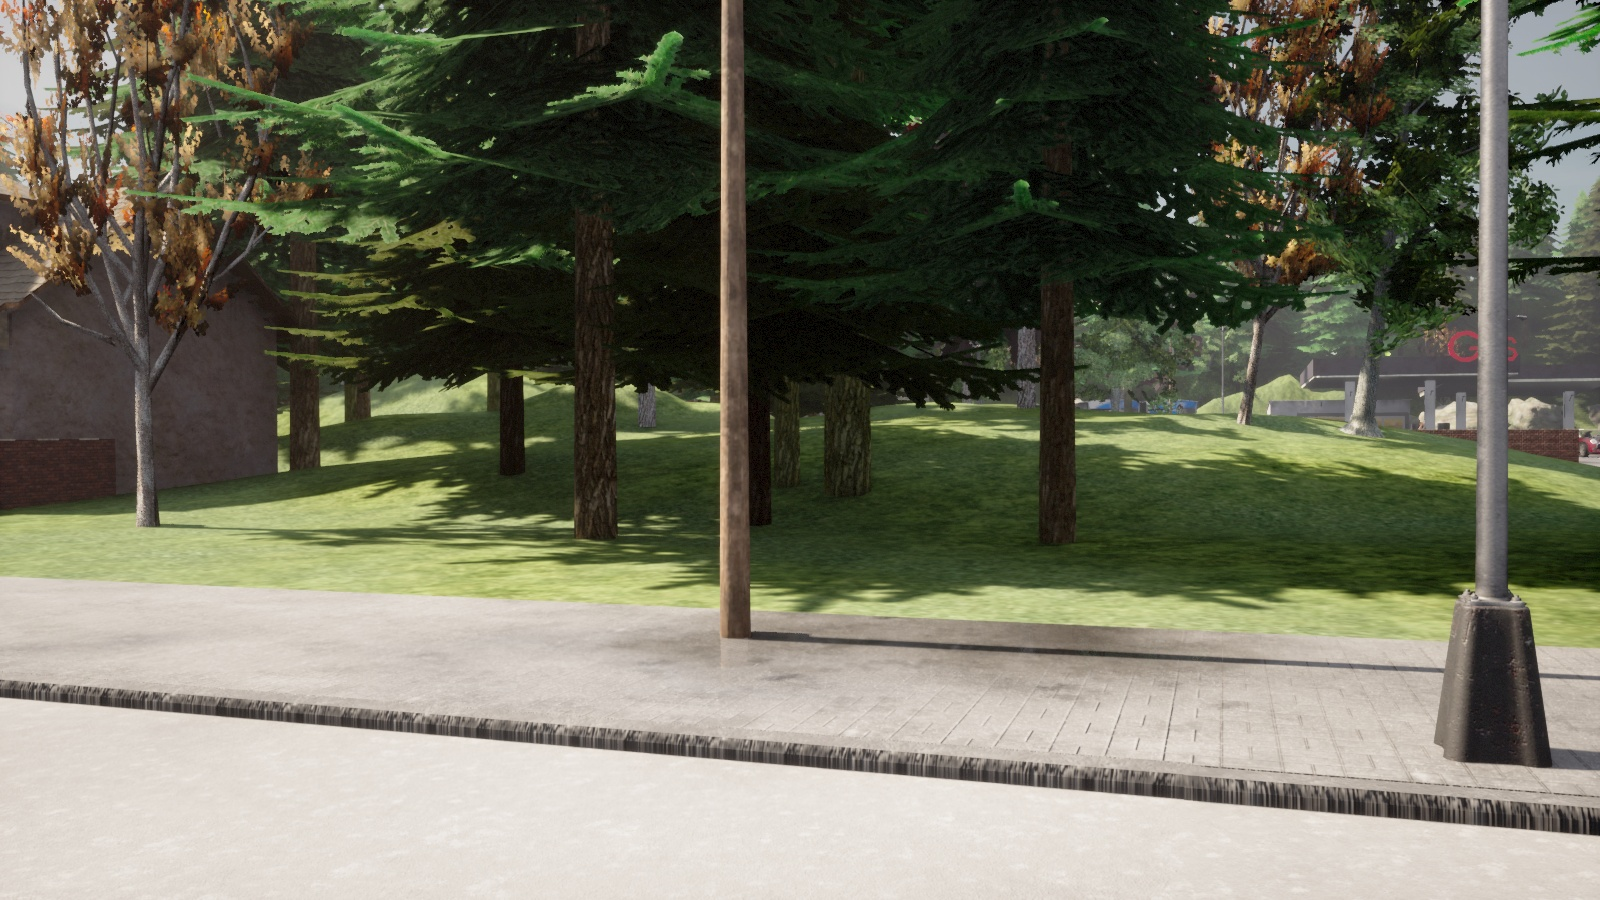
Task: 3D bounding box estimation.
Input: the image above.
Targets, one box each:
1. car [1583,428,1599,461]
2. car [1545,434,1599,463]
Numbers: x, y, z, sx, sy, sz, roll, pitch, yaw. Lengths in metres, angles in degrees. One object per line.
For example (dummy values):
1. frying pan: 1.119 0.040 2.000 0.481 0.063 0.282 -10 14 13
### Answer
1. car: 45.101 -0.279 68.301 1.932 1.855 4.605 1 1 -3
2. car: 40.964 -0.101 65.416 1.970 1.475 3.806 0 1 -1
